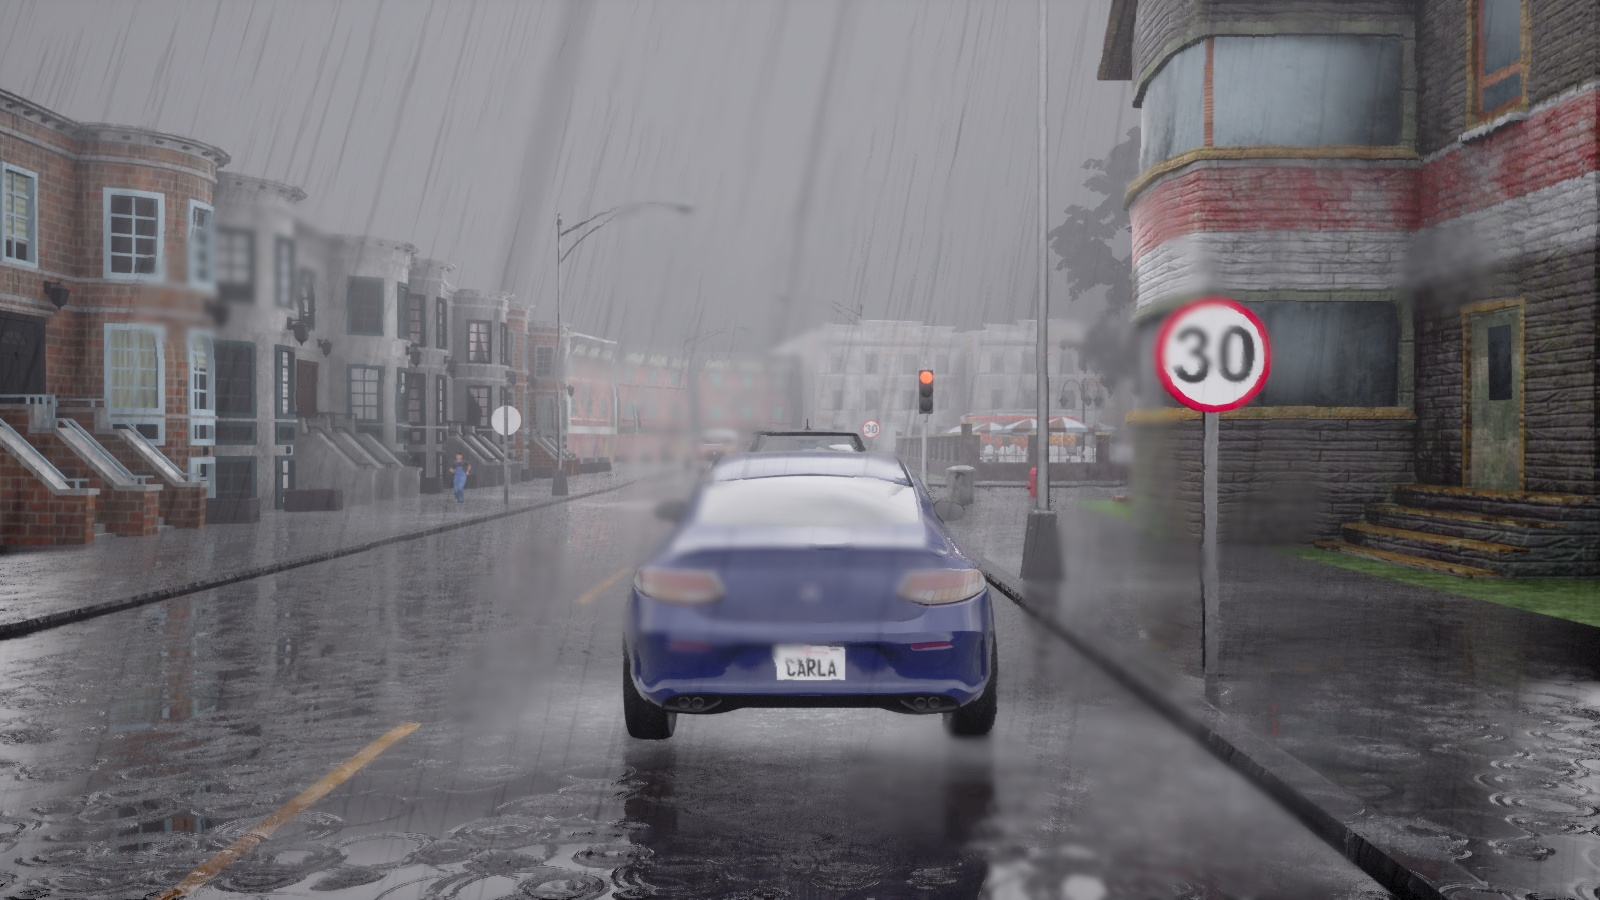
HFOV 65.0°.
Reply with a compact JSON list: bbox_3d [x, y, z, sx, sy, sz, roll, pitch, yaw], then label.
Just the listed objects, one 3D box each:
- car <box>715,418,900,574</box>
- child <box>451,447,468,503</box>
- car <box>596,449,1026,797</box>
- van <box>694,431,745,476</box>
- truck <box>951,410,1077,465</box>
[{"bbox_3d":[0.102,0.512,16.547,2.097,1.767,4.553,0,0,0],"label":"car"},{"bbox_3d":[-7.840,0.567,28.898,0.270,1.263,0.437,0,0,2],"label":"child"},{"bbox_3d":[0.058,0.729,7.638,1.812,1.442,4.674,0,0,0],"label":"car"},{"bbox_3d":[-3.687,0.138,58.264,2.069,2.038,4.480,0,0,0],"label":"van"},{"bbox_3d":[15.092,-0.909,89.100,8.468,3.827,2.891,0,0,0],"label":"truck"}]
